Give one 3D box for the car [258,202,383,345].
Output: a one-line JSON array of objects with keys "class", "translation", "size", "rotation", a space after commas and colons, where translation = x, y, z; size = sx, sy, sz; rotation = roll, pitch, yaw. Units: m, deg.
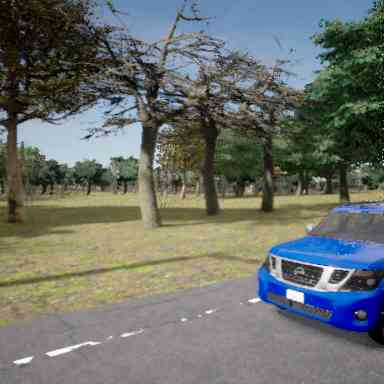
[{"class": "car", "translation": [3.836, 1.250, 6.726], "size": [5.566, 2.045, 2.150], "rotation": [0, 0, -35]}]
